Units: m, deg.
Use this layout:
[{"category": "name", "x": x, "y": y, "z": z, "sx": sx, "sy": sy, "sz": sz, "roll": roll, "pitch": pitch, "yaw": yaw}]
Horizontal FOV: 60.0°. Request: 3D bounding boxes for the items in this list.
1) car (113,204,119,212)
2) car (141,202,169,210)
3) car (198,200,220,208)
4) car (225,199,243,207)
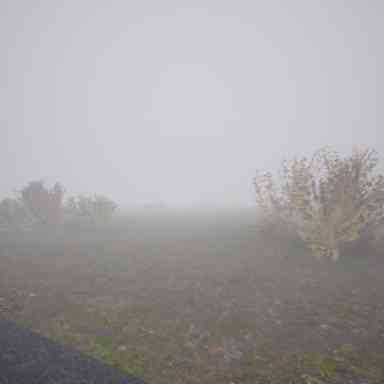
[{"category": "car", "x": -11.923, "y": 1.962, "z": 44.228, "sx": 1.837, "sy": 1.490, "sz": 4.892, "roll": -1, "pitch": -1, "yaw": 36}, {"category": "car", "x": -5.882, "y": 2.170, "z": 52.594, "sx": 1.895, "sy": 1.301, "sz": 4.718, "roll": -1, "pitch": -1, "yaw": 36}, {"category": "car", "x": 3.054, "y": 2.090, "z": 58.811, "sx": 1.882, "sy": 1.535, "sz": 5.008, "roll": -1, "pitch": -1, "yaw": 37}, {"category": "car", "x": 8.499, "y": 2.193, "z": 66.419, "sx": 1.882, "sy": 1.535, "sz": 5.008, "roll": -1, "pitch": -1, "yaw": 36}]
